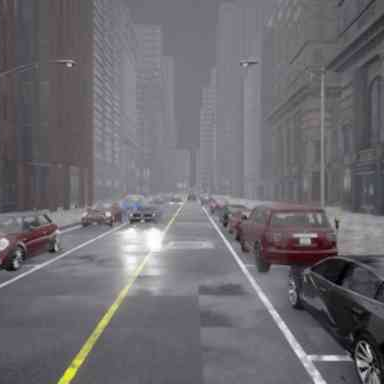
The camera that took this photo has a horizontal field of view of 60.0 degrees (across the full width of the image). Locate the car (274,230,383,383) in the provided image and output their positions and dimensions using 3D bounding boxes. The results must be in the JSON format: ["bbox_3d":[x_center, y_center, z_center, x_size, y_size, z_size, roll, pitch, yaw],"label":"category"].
[{"bbox_3d":[2.761,1.546,4.860,1.947,1.339,4.313,0,0,0],"label":"car"}]

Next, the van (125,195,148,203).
[{"bbox_3d":[-5.760,1.206,33.034,1.690,1.788,3.998,0,0,0],"label":"van"}]

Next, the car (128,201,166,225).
[{"bbox_3d":[-3.096,1.506,23.020,1.895,1.301,4.718,0,0,0],"label":"car"}]

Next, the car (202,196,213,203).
[{"bbox_3d":[2.770,1.342,61.223,1.802,1.307,4.206,0,0,0],"label":"car"}]

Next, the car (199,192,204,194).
[{"bbox_3d":[2.772,1.302,72.495,1.802,1.307,4.206,0,0,0],"label":"car"}]

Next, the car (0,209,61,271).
[{"bbox_3d":[-5.763,1.397,10.488,1.967,1.590,4.097,0,0,0],"label":"car"}]

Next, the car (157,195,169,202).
[{"bbox_3d":[-5.754,1.306,66.855,1.947,1.339,4.313,0,0,0],"label":"car"}]

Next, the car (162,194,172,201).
[{"bbox_3d":[-5.752,1.251,78.128,2.008,1.369,4.403,0,0,0],"label":"car"}]

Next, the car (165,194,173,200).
[{"bbox_3d":[-5.751,1.264,83.765,1.802,1.307,4.206,0,0,0],"label":"car"}]

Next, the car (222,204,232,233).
[{"bbox_3d":[2.763,1.478,16.133,1.887,1.381,4.507,0,0,0],"label":"car"}]

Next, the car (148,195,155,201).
[{"bbox_3d":[-5.759,1.369,38.502,1.752,1.417,4.829,0,0,0],"label":"car"}]

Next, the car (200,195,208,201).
[{"bbox_3d":[2.773,1.282,78.132,1.802,1.307,4.206,0,0,0],"label":"car"}]

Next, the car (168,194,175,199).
[{"bbox_3d":[-5.750,1.173,94.868,1.752,1.417,4.829,0,0,0],"label":"car"}]

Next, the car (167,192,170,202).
[{"bbox_3d":[-5.756,1.075,61.217,2.192,1.841,5.009,0,0,0],"label":"car"}]

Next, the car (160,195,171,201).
[{"bbox_3d":[-5.753,1.285,72.491,1.947,1.339,4.313,0,0,0],"label":"car"}]

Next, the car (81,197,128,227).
[{"bbox_3d":[-5.762,1.351,21.762,1.967,1.590,4.097,0,0,0],"label":"car"}]

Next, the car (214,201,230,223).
[{"bbox_3d":[2.764,1.477,21.769,1.947,1.339,4.313,0,0,0],"label":"car"}]

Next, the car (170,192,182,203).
[{"bbox_3d":[-3.009,1.226,64.346,1.882,1.535,5.008,0,0,1],"label":"car"}]

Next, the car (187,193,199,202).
[{"bbox_3d":[0.015,1.249,68.924,1.837,1.490,4.892,0,-1,0],"label":"car"}]

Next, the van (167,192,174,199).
[{"bbox_3d":[-5.751,1.005,89.401,1.690,1.788,3.998,0,0,0],"label":"van"}]

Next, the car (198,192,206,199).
[{"bbox_3d":[2.774,0.962,95.039,2.192,1.841,5.009,0,0,0],"label":"car"}]

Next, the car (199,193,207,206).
[{"bbox_3d":[2.360,1.327,49.921,1.812,1.442,4.674,0,0,0],"label":"car"}]

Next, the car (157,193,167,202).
[{"bbox_3d":[-5.756,1.221,55.581,1.967,1.590,4.097,0,0,0],"label":"car"}]

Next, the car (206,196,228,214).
[{"bbox_3d":[2.765,1.305,33.040,1.967,1.590,4.097,0,0,0],"label":"car"}]

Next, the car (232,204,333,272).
[{"bbox_3d":[2.761,1.272,10.496,2.192,1.841,5.009,0,0,0],"label":"car"}]

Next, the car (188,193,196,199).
[{"bbox_3d":[0.014,1.021,85.986,1.837,1.490,4.892,0,0,0],"label":"car"}]

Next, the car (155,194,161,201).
[{"bbox_3d":[-5.758,1.372,44.308,2.008,1.369,4.403,0,0,0],"label":"car"}]
